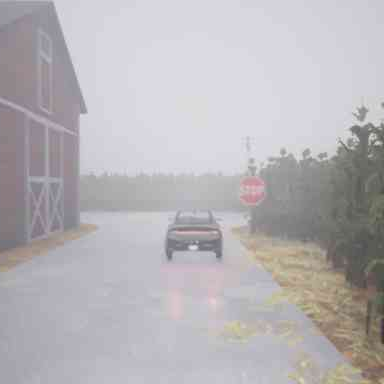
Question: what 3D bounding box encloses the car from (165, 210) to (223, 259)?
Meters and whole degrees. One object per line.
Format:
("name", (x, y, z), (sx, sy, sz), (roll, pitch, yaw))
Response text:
("car", (0.105, 1.391, 12.188), (2.128, 1.511, 4.902), (0, 1, 2))
